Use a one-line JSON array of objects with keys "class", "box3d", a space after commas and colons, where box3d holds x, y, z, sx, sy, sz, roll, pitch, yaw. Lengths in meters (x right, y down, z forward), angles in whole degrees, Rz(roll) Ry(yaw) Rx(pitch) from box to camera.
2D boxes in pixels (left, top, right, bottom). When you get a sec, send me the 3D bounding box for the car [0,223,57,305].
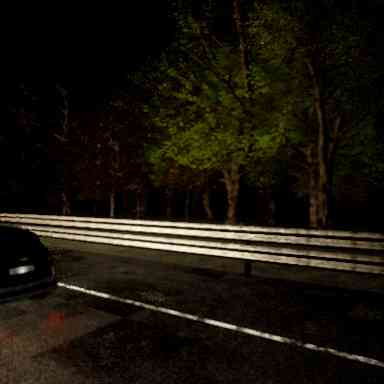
[{"class": "car", "box3d": [-4.978, 1.525, 7.412, 4.856, 1.649, 2.033, -1, 0, 35]}]
